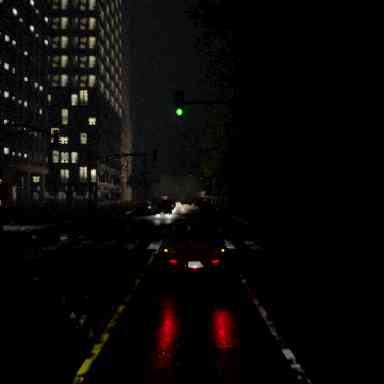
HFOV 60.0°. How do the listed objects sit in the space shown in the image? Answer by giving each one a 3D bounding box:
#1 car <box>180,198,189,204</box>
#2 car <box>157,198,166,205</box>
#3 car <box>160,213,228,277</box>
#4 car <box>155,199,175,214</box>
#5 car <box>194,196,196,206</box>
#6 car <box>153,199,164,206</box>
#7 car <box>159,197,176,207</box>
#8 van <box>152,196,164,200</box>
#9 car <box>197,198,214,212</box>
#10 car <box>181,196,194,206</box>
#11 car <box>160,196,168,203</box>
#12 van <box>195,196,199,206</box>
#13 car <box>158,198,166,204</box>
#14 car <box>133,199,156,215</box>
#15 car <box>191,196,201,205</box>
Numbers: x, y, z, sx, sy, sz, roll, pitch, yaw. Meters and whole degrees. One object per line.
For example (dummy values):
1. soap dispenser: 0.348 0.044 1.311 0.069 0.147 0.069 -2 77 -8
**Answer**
1. car: -1.800 2.169 80.270 2.128 1.511 4.902 0 0 -3
2. car: -7.157 2.170 77.734 1.887 1.381 4.507 0 0 -2
3. car: 0.051 1.614 10.409 1.812 1.442 4.674 0 0 0
4. car: -3.345 1.893 39.590 1.994 1.385 4.181 0 0 -3
5. car: 1.289 2.070 67.177 1.752 1.417 4.829 0 0 -2
6. car: -6.723 2.086 66.647 1.887 1.381 4.507 0 0 -2
7. car: -3.571 1.914 49.626 1.837 1.490 4.892 0 0 -1
8. van: -6.530 1.840 61.105 1.690 1.788 3.998 0 0 -2
9. car: 1.969 1.897 45.011 1.752 1.417 4.829 0 0 -1
10. car: -1.161 2.017 66.519 1.882 1.535 5.008 0 0 -2
11. car: -7.931 2.063 94.362 2.192 1.841 5.009 0 0 -3
12. van: 1.827 1.755 50.385 1.690 1.788 3.998 0 0 -2
13. car: -7.400 2.249 83.278 1.802 1.307 4.206 0 0 -3
14. car: -5.771 1.874 38.932 2.008 1.369 4.403 0 0 -1
15. car: 0.860 1.942 78.098 2.192 1.841 5.009 0 0 -2
